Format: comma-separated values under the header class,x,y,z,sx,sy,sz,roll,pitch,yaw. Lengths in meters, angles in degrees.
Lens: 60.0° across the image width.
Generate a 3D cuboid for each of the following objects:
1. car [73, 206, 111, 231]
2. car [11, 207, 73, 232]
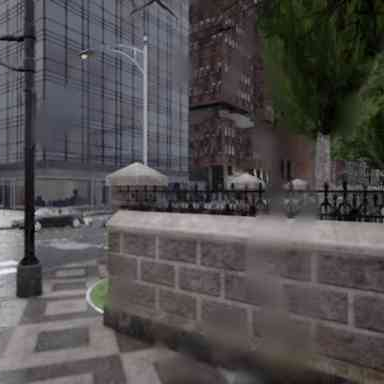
class,x,y,z,sx,sy,sz,roll,pitch,yaw
car,-4.676,1.568,21.357,2.128,1.511,4.902,0,0,36
car,-8.660,1.605,20.391,2.008,1.369,4.403,0,-1,36
